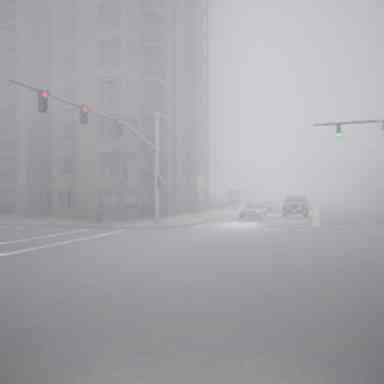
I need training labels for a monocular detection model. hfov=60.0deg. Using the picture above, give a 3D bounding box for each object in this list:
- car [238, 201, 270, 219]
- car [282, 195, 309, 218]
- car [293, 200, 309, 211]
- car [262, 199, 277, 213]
[{"bbox_3d":[5.519,1.722,30.094,1.895,1.301,4.718,0,0,21],"label":"car"},{"bbox_3d":[10.046,1.326,32.191,2.150,2.045,5.566,0,0,21],"label":"car"},{"bbox_3d":[14.669,1.740,44.583,1.895,1.301,4.718,0,0,21],"label":"car"},{"bbox_3d":[8.857,1.650,39.082,1.837,1.490,4.892,0,0,21],"label":"car"}]
